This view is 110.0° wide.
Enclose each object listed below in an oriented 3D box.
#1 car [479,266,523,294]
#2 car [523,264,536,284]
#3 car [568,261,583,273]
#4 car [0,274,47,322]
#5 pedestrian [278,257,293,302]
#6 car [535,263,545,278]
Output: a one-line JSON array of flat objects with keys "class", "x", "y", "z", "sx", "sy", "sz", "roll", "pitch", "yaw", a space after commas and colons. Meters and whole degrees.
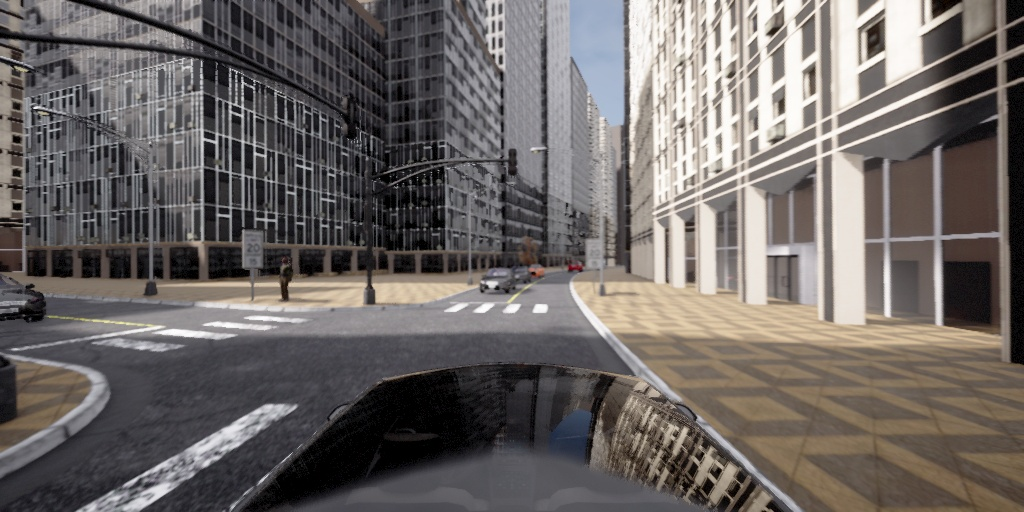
[{"class": "car", "x": -0.820, "y": 1.556, "z": 23.398, "sx": 2.128, "sy": 1.511, "sz": 4.902, "roll": -1, "pitch": -1, "yaw": 8}, {"class": "car", "x": 0.665, "y": 1.698, "z": 32.858, "sx": 2.128, "sy": 1.511, "sz": 4.902, "roll": -1, "pitch": -1, "yaw": 10}, {"class": "car", "x": 11.308, "y": 1.925, "z": 63.814, "sx": 2.150, "sy": 2.045, "sz": 5.566, "roll": -1, "pitch": -1, "yaw": 18}, {"class": "car", "x": -16.554, "y": 1.289, "z": 10.894, "sx": 4.902, "sy": 1.511, "sz": 2.128, "roll": 0, "pitch": 0, "yaw": 18}, {"class": "pedestrian", "x": -9.359, "y": 0.957, "z": 14.789, "sx": 0.375, "sy": 1.860, "sz": 0.375, "roll": -1, "pitch": -1, "yaw": 17}, {"class": "car", "x": 2.586, "y": 1.714, "z": 42.610, "sx": 2.097, "sy": 1.767, "sz": 4.553, "roll": -1, "pitch": -1, "yaw": 13}]
